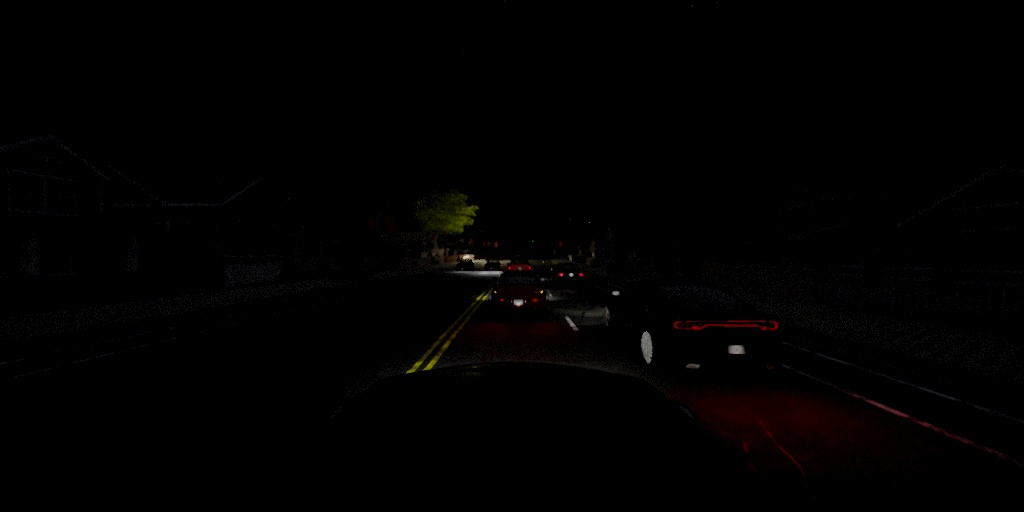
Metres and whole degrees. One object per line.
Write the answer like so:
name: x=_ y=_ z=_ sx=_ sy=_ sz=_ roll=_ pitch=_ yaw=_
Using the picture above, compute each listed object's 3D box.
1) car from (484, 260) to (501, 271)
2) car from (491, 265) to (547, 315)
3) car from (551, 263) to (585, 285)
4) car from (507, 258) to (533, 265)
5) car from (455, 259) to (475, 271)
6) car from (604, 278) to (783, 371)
car: x=-2.409 y=1.132 z=44.585 sx=1.895 sy=1.301 sz=4.718 roll=0 pitch=0 yaw=2
car: x=0.250 y=1.225 z=13.171 sx=1.812 sy=1.442 sz=4.674 roll=0 pitch=0 yaw=1
car: x=3.759 y=1.192 z=24.767 sx=2.033 sy=1.411 sz=5.357 roll=0 pitch=0 yaw=2
car: x=0.640 y=0.969 z=29.404 sx=2.097 sy=1.767 sz=4.553 roll=0 pitch=0 yaw=2
car: x=-5.679 y=1.080 z=44.020 sx=2.033 sy=1.411 sz=5.357 roll=0 pitch=0 yaw=1
car: x=3.369 y=1.204 z=7.761 sx=1.882 sy=1.535 sz=5.008 roll=0 pitch=1 yaw=1
